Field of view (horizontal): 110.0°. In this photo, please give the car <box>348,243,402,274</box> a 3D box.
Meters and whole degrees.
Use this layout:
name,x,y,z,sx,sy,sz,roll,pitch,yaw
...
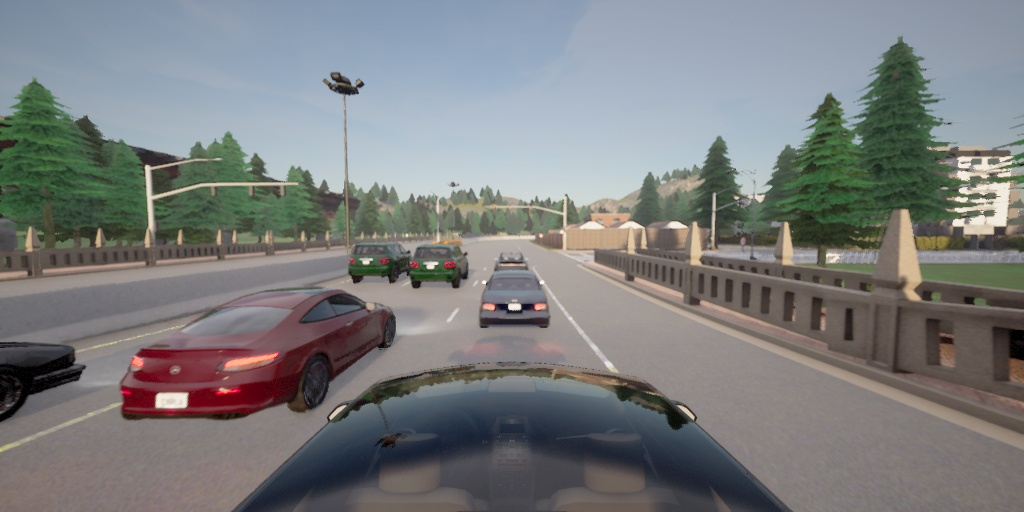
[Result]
name,x,y,z,sx,sy,sz,roll,pitch,yaw
car,-7.028,0.271,19.894,2.150,2.045,5.566,0,3,0

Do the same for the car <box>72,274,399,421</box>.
name,x,y,z,sx,sy,sz,roll,pitch,yaw
car,-3.423,1.235,5.892,1.812,1.442,4.674,0,1,0

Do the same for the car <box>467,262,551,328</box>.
name,x,y,z,sx,sy,sz,roll,pitch,yaw
car,0.044,1.115,10.720,2.033,1.411,5.357,0,2,0

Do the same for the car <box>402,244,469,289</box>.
name,x,y,z,sx,sy,sz,roll,pitch,yaw
car,-3.513,0.389,18.097,2.150,2.045,5.566,0,4,0

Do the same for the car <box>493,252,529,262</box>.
name,x,y,z,sx,sy,sz,roll,pitch,yaw
car,-0.031,0.518,20.416,2.128,1.511,4.902,0,3,0

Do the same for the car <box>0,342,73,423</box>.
name,x,y,z,sx,sy,sz,roll,pitch,yaw
car,-6.901,1.295,2.490,2.033,1.411,5.357,0,0,0
